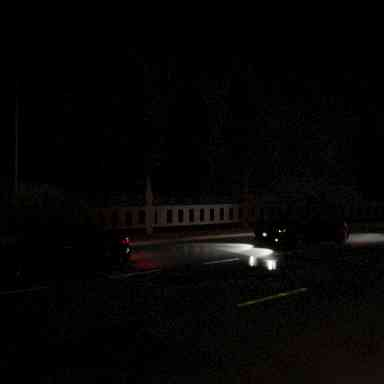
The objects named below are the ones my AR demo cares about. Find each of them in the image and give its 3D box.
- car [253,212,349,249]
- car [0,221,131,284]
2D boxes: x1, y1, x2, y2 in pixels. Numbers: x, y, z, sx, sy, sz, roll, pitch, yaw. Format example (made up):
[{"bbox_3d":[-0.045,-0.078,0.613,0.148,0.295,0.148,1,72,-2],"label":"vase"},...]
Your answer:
[{"bbox_3d":[4.772,1.565,14.508,4.181,1.385,1.994,0,0,-26],"label":"car"},{"bbox_3d":[-3.918,1.564,9.591,4.181,1.385,1.994,0,0,-31],"label":"car"}]
